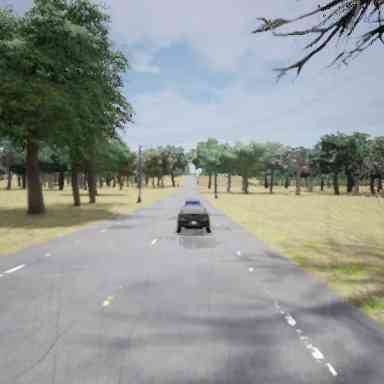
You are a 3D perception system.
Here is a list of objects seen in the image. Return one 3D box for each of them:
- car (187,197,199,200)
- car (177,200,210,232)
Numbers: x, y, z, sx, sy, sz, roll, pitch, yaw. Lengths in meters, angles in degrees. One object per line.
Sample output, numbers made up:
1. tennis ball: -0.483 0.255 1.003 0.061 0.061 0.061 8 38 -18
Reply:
1. car: 0.091 1.374 40.807 1.882 1.535 5.008 0 1 0
2. car: 0.094 1.508 20.459 1.882 1.535 5.008 0 0 0
